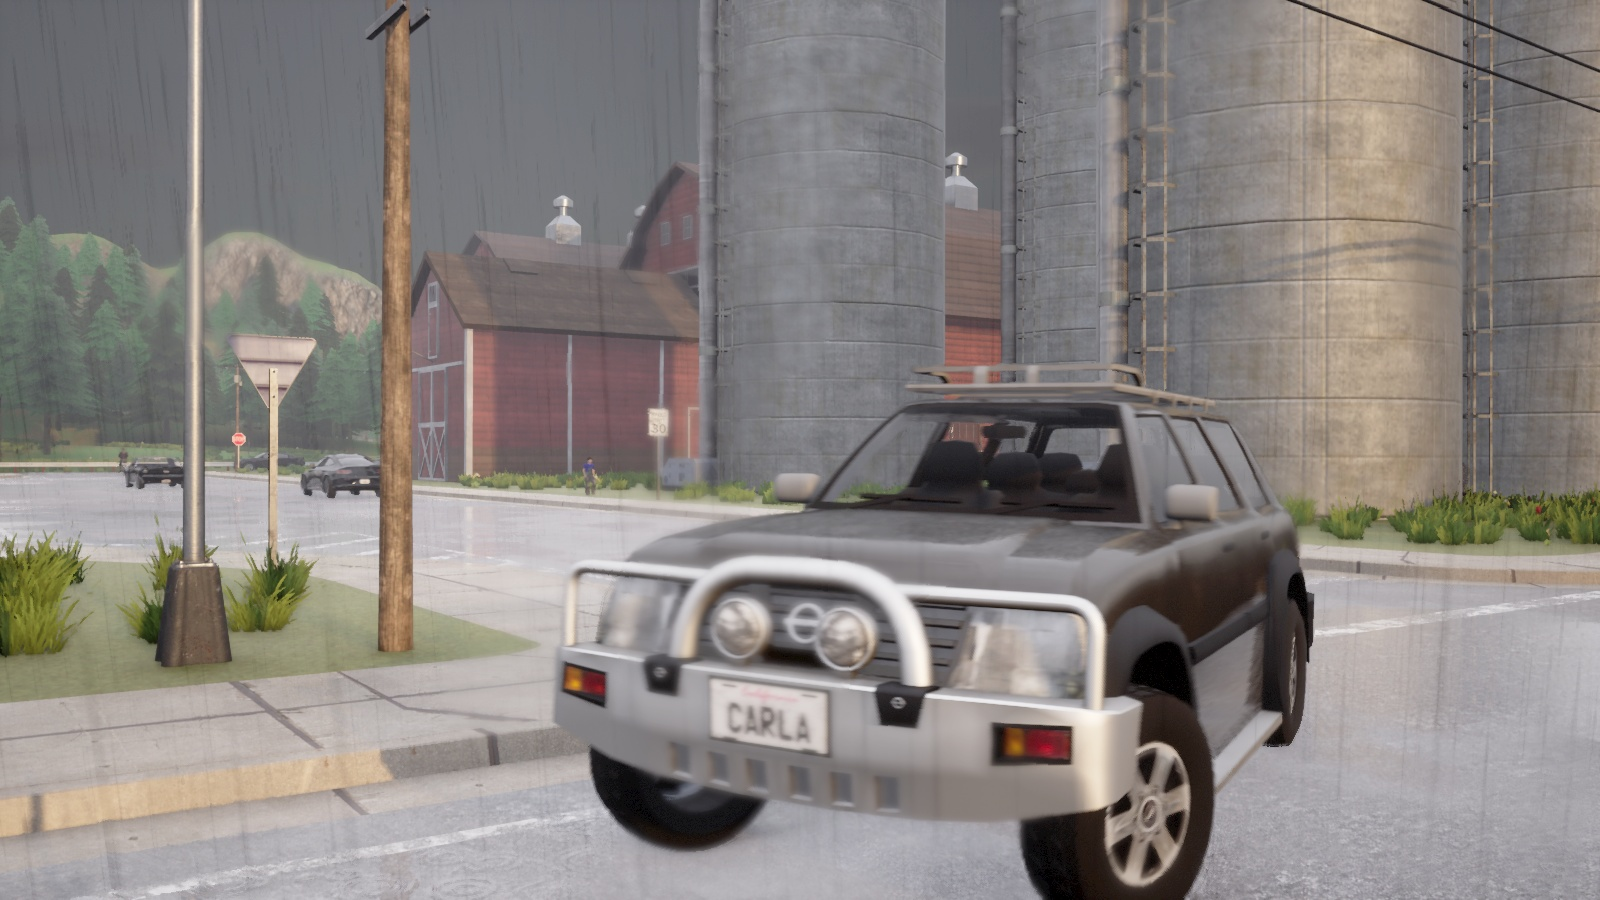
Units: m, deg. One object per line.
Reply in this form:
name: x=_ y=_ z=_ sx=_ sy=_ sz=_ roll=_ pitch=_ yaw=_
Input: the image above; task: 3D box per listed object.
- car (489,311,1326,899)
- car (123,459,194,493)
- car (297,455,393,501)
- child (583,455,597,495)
car: x=0.983 y=0.573 z=5.573 sx=1.932 sy=1.855 sz=4.605 roll=1 pitch=0 yaw=30
car: x=-26.270 y=1.026 z=51.322 sx=1.895 sy=1.301 sz=4.718 roll=0 pitch=0 yaw=-36
car: x=-15.227 y=0.905 z=41.921 sx=1.812 sy=1.442 sz=4.674 roll=0 pitch=0 yaw=-36
child: x=-6.576 y=0.785 z=39.352 sx=0.270 sy=1.263 sz=0.437 roll=0 pitch=0 yaw=-36
